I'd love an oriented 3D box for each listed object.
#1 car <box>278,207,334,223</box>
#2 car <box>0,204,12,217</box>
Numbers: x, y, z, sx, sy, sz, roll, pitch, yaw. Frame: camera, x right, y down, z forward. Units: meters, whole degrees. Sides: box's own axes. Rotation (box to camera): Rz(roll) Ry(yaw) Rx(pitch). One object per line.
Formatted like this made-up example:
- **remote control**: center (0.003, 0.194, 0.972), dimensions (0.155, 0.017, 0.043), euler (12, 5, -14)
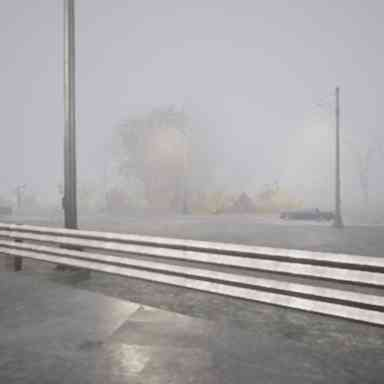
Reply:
- **car**: center (10.318, 2.060, 30.512), dimensions (4.718, 1.301, 1.895), euler (0, 0, 11)
- **car**: center (-22.609, 1.997, 36.950), dimensions (5.008, 1.535, 1.882), euler (0, 0, 11)
